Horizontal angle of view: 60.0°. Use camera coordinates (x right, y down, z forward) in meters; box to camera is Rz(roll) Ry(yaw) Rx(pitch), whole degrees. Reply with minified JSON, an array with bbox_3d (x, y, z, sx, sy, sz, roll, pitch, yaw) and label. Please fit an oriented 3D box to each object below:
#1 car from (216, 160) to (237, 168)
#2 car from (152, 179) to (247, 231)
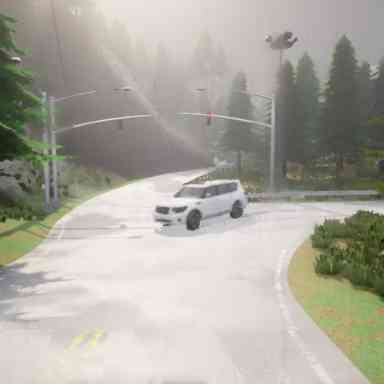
[{"bbox_3d":[5.769,-4.479,54.411,1.812,1.442,4.674,3,11,42],"label":"car"},{"bbox_3d":[0.552,0.528,17.066,2.150,2.045,5.566,1,7,45],"label":"car"}]
